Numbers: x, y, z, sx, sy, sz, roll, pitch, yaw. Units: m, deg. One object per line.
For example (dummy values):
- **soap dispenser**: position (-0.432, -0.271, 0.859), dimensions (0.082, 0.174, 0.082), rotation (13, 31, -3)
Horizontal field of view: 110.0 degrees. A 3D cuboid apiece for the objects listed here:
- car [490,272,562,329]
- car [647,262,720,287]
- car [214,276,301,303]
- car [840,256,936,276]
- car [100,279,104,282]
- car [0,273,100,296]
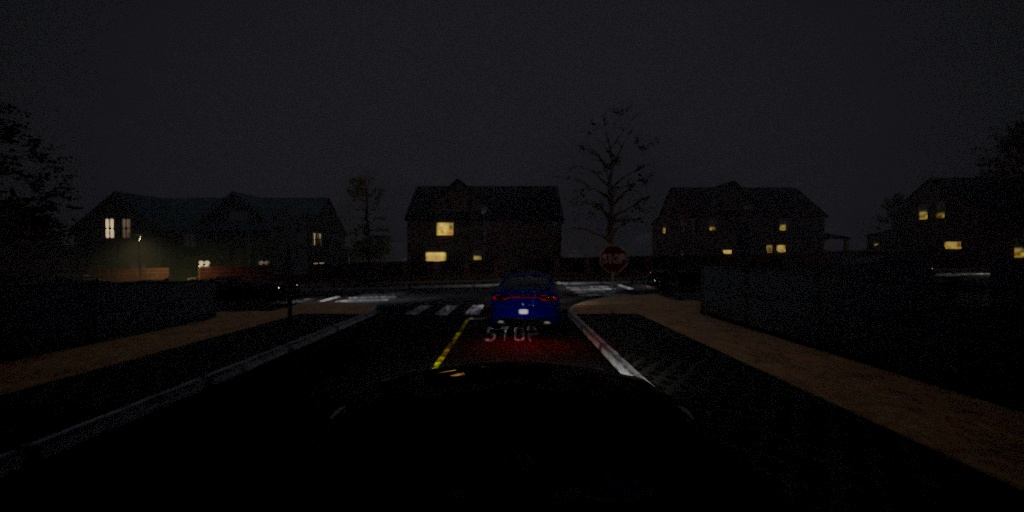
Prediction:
- **car**: position (0.533, 1.225, 11.329), dimensions (1.882, 1.535, 5.008), rotation (0, 0, 6)
- **car**: position (10.402, 1.032, 20.676), dimensions (4.718, 1.301, 1.895), rotation (-1, 1, -1)
- **car**: position (-13.198, 1.633, 17.731), dimensions (4.718, 1.301, 1.895), rotation (-1, 1, 0)
- **car**: position (21.024, 0.728, 20.720), dimensions (5.357, 1.411, 2.033), rotation (-1, 1, 0)
- **car**: position (-26.370, 1.804, 20.674), dimensions (4.892, 1.490, 1.837), rotation (-1, 1, 0)
- **car**: position (-24.000, 1.640, 17.721), dimensions (4.553, 1.767, 2.097), rotation (-1, 1, 0)
